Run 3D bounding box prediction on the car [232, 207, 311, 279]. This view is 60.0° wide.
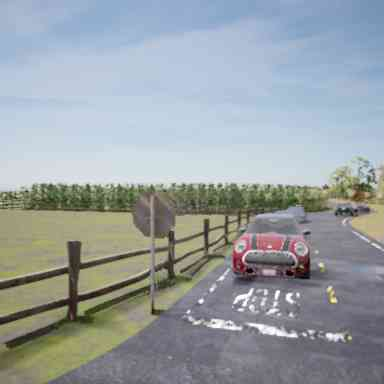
[{"bbox_3d":[2.684,1.527,10.759,2.097,1.767,4.553,0,-1,18],"label":"car"}]

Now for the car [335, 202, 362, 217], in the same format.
[{"bbox_3d":[19.150,2.034,41.014,2.097,1.767,4.553,0,-1,36],"label":"car"}]

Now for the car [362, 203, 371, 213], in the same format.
[{"bbox_3d":[25.171,2.349,49.282,1.812,1.442,4.674,0,-1,34],"label":"car"}]

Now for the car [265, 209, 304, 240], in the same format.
[{"bbox_3d":[5.902,1.882,20.657,2.033,1.411,5.357,0,-1,19],"label":"car"}]
